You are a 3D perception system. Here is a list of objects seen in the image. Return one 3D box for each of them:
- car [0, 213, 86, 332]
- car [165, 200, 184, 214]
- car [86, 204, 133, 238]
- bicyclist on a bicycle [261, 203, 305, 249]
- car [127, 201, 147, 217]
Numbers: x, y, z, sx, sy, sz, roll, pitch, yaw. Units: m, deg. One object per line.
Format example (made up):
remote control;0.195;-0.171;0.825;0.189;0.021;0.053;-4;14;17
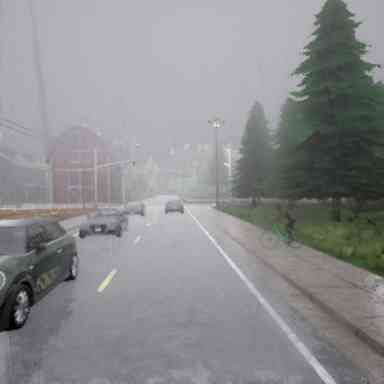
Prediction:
car;-3.934;1.397;6.874;2.097;1.767;4.553;-1;0;-3
car;-1.903;1.539;35.709;1.994;1.385;4.181;-1;0;-3
car;-4.561;1.601;17.740;1.994;1.385;4.181;-1;0;-3
bicyclist on a bicycle;3.264;1.238;11.951;1.656;1.620;0.582;-1;0;-3
car;-5.326;1.555;31.233;1.812;1.442;4.674;-1;0;-3
